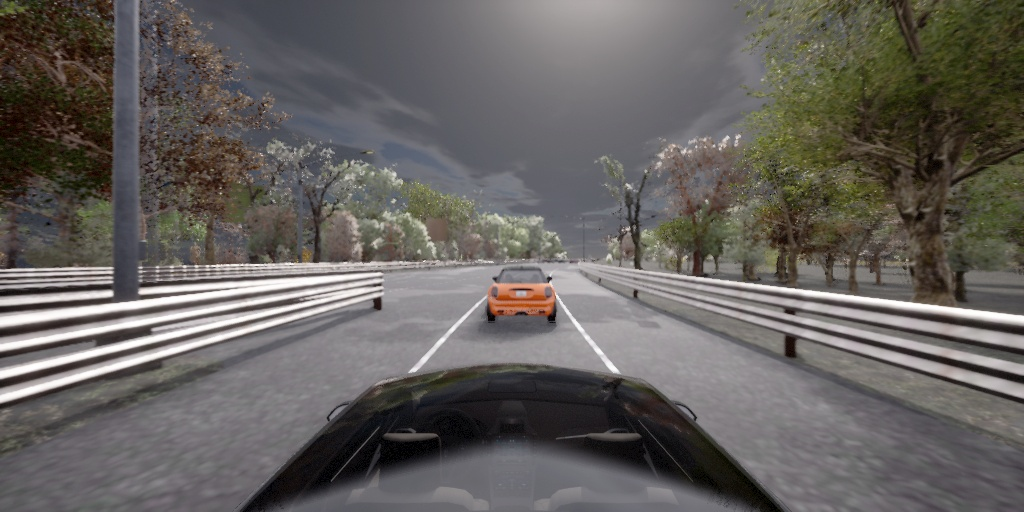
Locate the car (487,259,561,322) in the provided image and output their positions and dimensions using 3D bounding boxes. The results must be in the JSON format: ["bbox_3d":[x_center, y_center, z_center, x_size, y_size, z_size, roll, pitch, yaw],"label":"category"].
[{"bbox_3d":[0.357,1.113,12.501,2.097,1.767,4.553,0,0,2],"label":"car"}]
